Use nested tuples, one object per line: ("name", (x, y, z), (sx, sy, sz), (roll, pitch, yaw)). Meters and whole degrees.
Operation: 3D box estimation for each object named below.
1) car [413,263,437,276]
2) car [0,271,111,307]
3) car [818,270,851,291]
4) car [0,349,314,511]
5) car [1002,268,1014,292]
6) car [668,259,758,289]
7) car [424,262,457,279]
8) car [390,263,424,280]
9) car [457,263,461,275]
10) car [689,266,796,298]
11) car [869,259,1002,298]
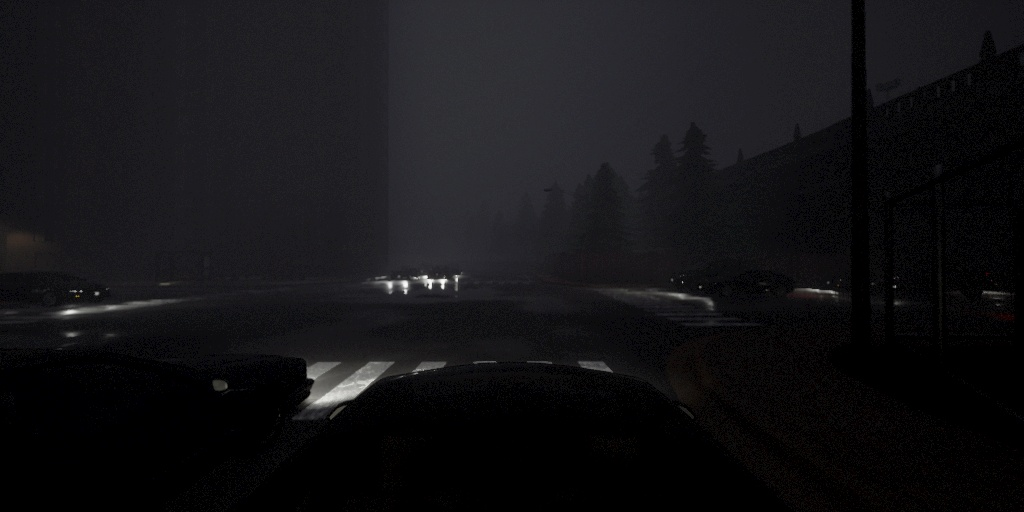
("car", (-10.922, 1.617, 45.393), (2.128, 1.511, 4.902), (0, 0, -3))
("car", (-20.993, 1.435, 16.039), (4.892, 1.490, 1.837), (0, 0, 0))
("car", (22.540, 1.552, 23.276), (4.181, 1.385, 1.994), (0, 0, 1))
("car", (-3.408, 1.301, 2.029), (2.033, 1.411, 5.357), (0, 0, 0))
("car", (32.815, 1.493, 23.287), (4.892, 1.490, 1.837), (0, 0, 0))
("car", (13.155, 1.211, 23.283), (5.566, 2.045, 2.150), (0, 0, 0))
("car", (-7.210, 1.612, 36.460), (1.994, 1.385, 4.181), (0, 0, 0))
("car", (-10.696, 1.646, 36.076), (1.895, 1.301, 4.718), (0, 0, 0))
("car", (-7.467, 1.649, 45.201), (1.812, 1.442, 4.674), (0, 0, -3))
("car", (12.794, 1.464, 19.780), (4.892, 1.490, 1.837), (0, 0, 0))
("car", (22.643, 1.180, 19.793), (5.566, 2.045, 2.150), (0, 0, 0))
